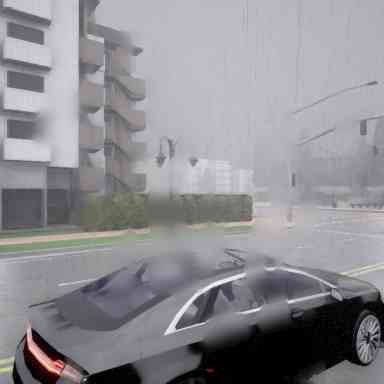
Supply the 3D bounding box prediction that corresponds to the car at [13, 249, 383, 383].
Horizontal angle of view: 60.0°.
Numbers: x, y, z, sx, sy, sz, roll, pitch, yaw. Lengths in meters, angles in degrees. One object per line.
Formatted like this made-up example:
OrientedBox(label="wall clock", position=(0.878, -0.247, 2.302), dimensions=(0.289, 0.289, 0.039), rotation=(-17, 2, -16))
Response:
OrientedBox(label="car", position=(0.551, 1.492, 4.150), dimensions=(4.902, 1.511, 2.128), rotation=(0, 0, -35))
